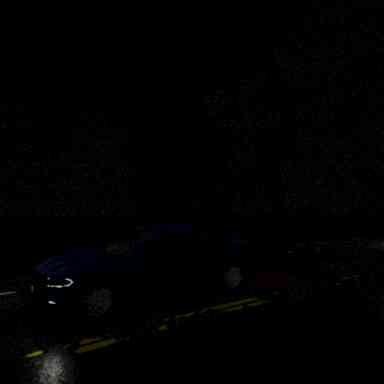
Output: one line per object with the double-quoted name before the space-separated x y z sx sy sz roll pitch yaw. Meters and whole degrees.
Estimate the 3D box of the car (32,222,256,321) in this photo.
"car" -0.813 1.479 7.439 5.008 1.535 1.882 0 0 -34
